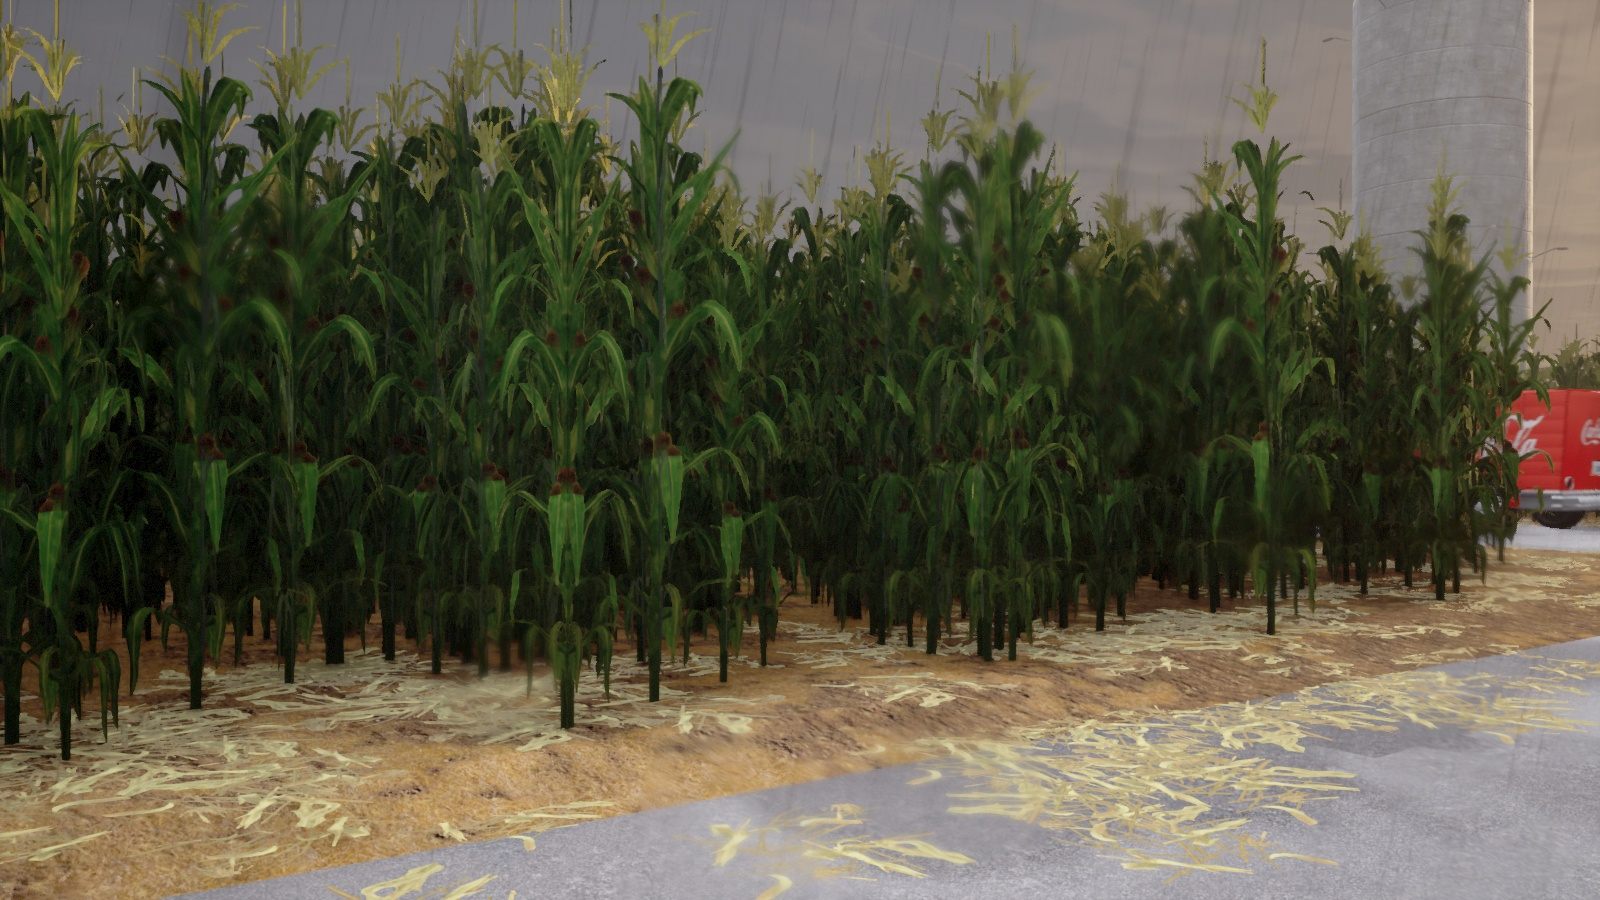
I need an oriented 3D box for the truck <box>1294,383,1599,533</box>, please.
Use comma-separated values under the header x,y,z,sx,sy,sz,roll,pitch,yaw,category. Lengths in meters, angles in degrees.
x,y,z,sx,sy,sz,roll,pitch,yaw,category
12.272,0.149,23.443,2.627,2.467,5.204,0,0,-29,truck
